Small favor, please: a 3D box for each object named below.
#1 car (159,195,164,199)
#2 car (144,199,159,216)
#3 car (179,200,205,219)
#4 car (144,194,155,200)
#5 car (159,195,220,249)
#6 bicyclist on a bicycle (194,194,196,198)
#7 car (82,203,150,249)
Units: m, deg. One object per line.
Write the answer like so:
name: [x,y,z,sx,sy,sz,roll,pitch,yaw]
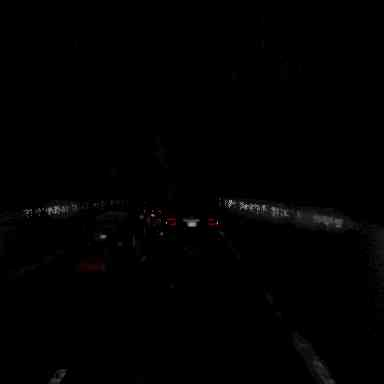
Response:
car: [-6.500,1.469,75.931,2.128,1.511,4.902,0,0,0]
car: [-3.250,1.612,29.680,1.895,1.301,4.718,0,0,0]
car: [0.000,1.491,29.650,2.128,1.511,4.902,0,0,0]
car: [-9.750,1.299,75.961,2.097,1.767,4.553,0,0,0]
car: [0.000,1.256,14.680,2.150,2.045,5.566,0,0,0]
bicyclist on a bicycle: [0.885,1.362,90.253,0.866,1.612,1.509,0,0,0]
car: [-3.250,1.483,14.650,1.882,1.535,5.008,0,0,0]
